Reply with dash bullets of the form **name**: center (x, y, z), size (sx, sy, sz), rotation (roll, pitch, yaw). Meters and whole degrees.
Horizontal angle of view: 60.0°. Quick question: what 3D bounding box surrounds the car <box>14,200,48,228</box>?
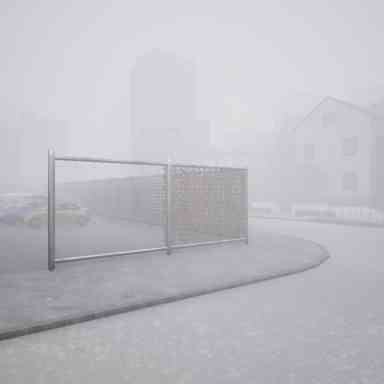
- **car**: center (-8.606, 1.416, 21.002), size (4.193, 1.474, 1.816), rotation (0, 0, -36)

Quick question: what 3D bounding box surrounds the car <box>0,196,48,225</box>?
- **car**: center (-11.049, 1.348, 23.154), size (4.611, 1.667, 2.242), rotation (0, 0, -36)

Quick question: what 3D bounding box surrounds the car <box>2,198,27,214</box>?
- **car**: center (-18.609, 1.403, 34.788), size (1.789, 1.547, 3.705), rotation (0, 0, -36)

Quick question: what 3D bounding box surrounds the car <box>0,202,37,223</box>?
- **car**: center (-12.784, 1.451, 24.533), size (2.207, 1.379, 1.481), rotation (0, 0, -36)

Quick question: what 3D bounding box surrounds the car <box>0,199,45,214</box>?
- **car**: center (-18.610, 1.474, 35.066), size (5.357, 1.415, 2.033), rotation (0, 0, -36)

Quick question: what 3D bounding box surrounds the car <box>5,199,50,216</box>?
- **car**: center (-15.556, 1.413, 31.497), size (3.633, 1.501, 1.845), rotation (0, 0, -36)

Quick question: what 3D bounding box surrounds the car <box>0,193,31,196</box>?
- **car**: center (-13.337, 1.242, 26.794), size (3.866, 1.878, 1.905), rotation (0, 0, -36)
